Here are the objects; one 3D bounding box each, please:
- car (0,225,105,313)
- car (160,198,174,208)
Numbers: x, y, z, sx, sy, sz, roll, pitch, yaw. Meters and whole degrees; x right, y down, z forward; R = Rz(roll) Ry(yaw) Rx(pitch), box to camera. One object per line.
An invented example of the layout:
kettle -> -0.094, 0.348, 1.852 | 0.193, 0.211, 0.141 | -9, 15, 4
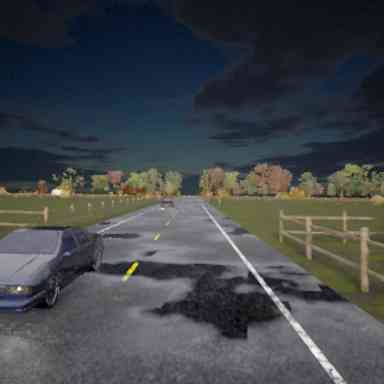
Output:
car -> -3.597, 1.553, 8.111 | 2.033, 1.411, 5.357 | 0, 0, 0
car -> -3.565, 1.581, 48.866 | 2.033, 1.411, 5.357 | 0, 0, 0
